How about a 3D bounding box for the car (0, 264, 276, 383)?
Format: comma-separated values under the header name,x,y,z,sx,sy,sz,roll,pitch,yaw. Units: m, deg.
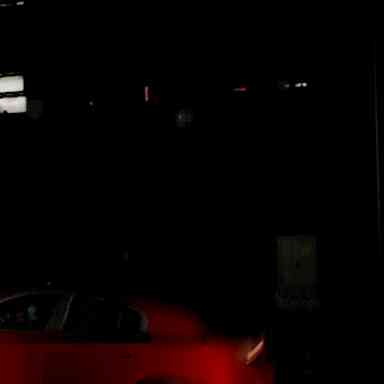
name,x,y,z,sx,sy,sz,roll,pitch,yaw
car,-1.377,1.540,3.773,4.507,1.381,1.887,0,-1,9
